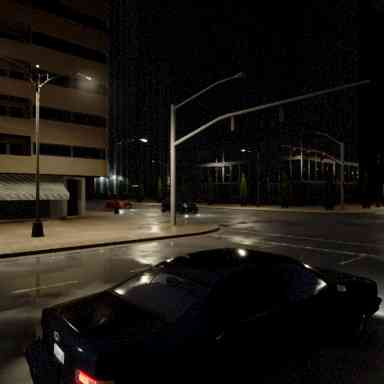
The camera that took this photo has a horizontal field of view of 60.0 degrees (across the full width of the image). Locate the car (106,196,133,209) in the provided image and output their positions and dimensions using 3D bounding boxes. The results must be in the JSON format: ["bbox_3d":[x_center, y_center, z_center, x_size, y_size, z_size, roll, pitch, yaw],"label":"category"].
[{"bbox_3d":[-9.921,1.407,45.515,2.097,1.767,4.553,0,0,-42],"label":"car"}]

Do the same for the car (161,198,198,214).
[{"bbox_3d":[-1.373,1.408,36.025,2.097,1.767,4.553,0,0,-42],"label":"car"}]

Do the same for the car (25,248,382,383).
[{"bbox_3d":[0.696,1.547,4.703,5.357,1.411,2.033,0,0,-39],"label":"car"}]
